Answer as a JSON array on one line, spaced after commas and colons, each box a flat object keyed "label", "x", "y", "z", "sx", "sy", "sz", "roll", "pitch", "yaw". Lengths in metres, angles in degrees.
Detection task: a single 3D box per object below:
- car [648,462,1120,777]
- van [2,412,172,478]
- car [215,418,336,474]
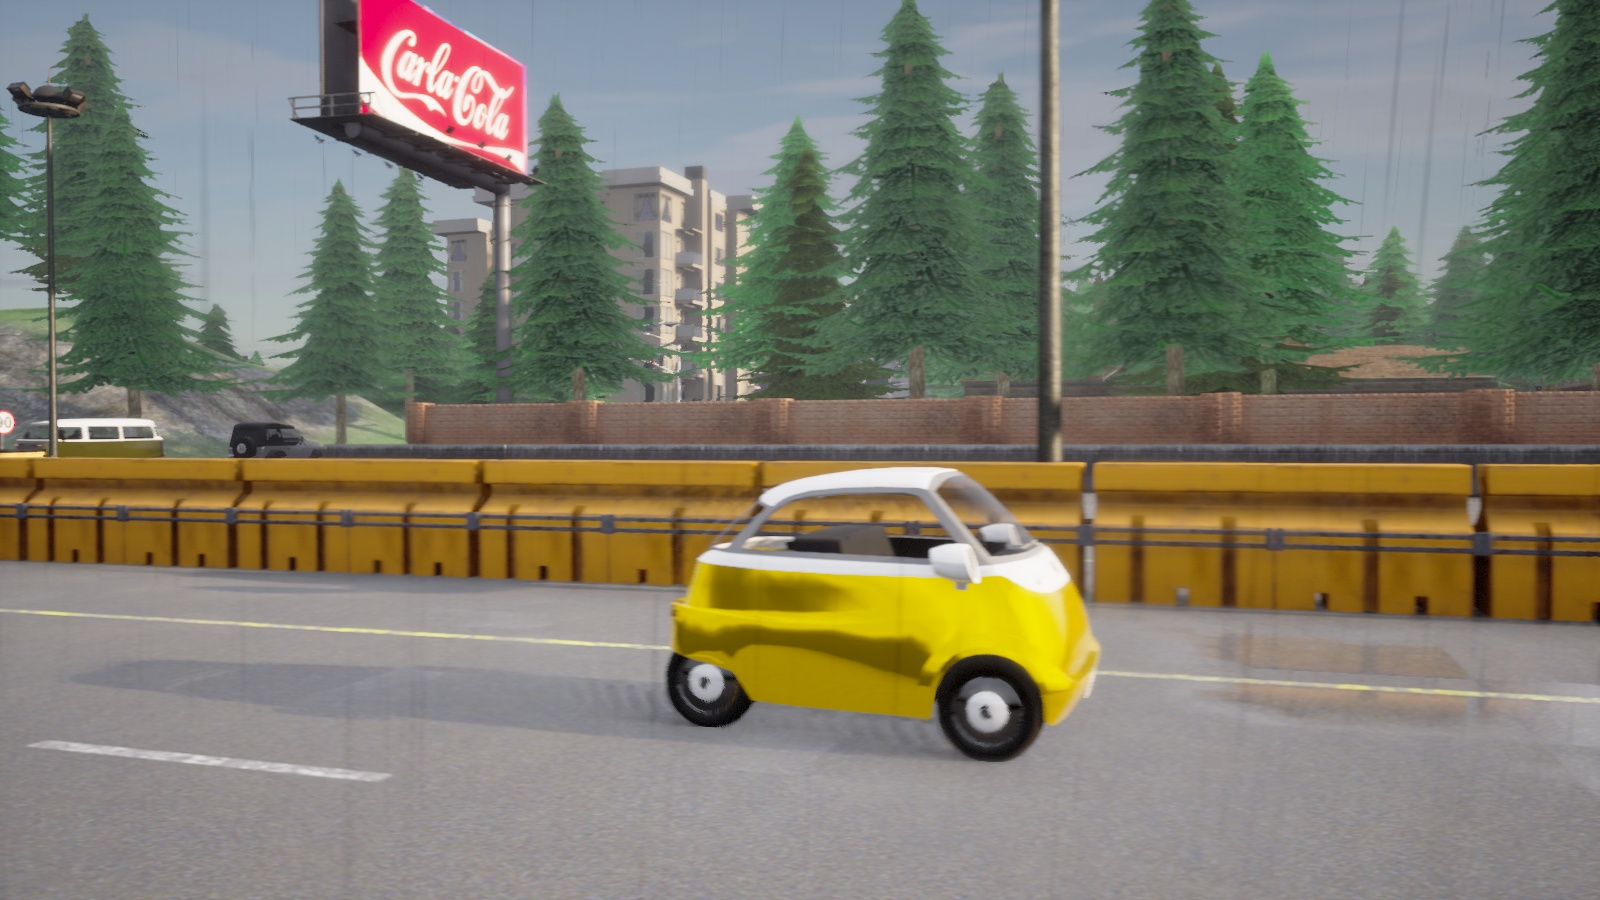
[{"label": "car", "x": 0.515, "y": 0.776, "z": 6.715, "sx": 2.207, "sy": 1.376, "sz": 1.481, "roll": 0, "pitch": 1, "yaw": 19}, {"label": "van", "x": -23.484, "y": -0.203, "z": 41.513, "sx": 2.069, "sy": 2.038, "sz": 4.480, "roll": 2, "pitch": 1, "yaw": 27}, {"label": "car", "x": -18.464, "y": -0.176, "z": 44.387, "sx": 1.905, "sy": 1.878, "sz": 3.866, "roll": 0, "pitch": 1, "yaw": 17}]
